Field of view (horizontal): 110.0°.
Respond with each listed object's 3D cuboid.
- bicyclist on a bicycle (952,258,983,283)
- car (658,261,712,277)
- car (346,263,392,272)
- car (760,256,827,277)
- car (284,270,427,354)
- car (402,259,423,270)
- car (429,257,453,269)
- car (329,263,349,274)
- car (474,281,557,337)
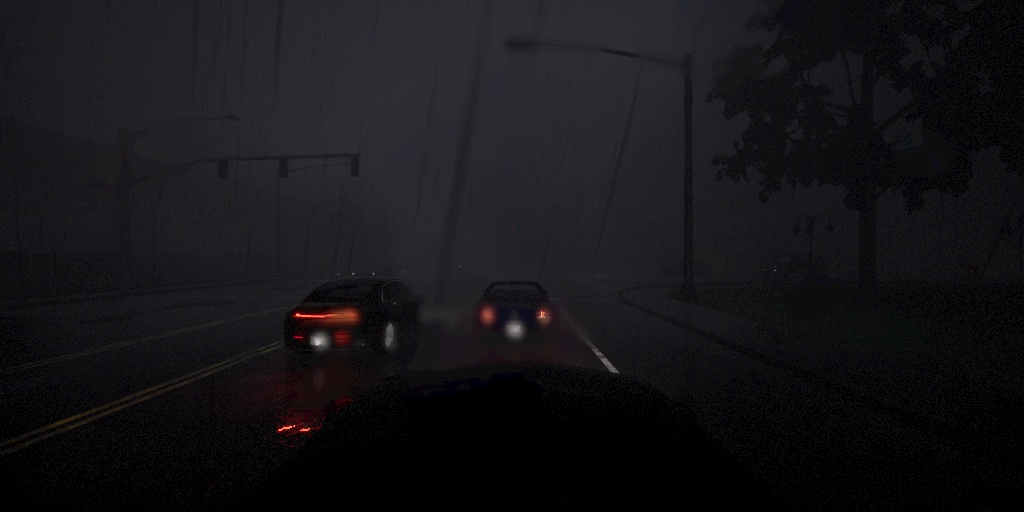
[{"bbox_3d":[31.008,0.974,24.442,0.582,1.620,1.656,0,0,-1],"label":"bicyclist on a bicycle"},{"bbox_3d":[16.628,1.242,34.571,4.902,1.511,2.128,0,0,-1],"label":"car"},{"bbox_3d":[-10.553,1.350,27.610,1.895,1.301,4.718,0,0,0],"label":"car"},{"bbox_3d":[27.319,0.971,34.827,5.566,2.045,2.150,0,0,-1],"label":"car"},{"bbox_3d":[-3.405,1.255,8.741,1.837,1.490,4.892,0,0,0],"label":"car"},{"bbox_3d":[-14.004,1.184,50.660,1.837,1.490,4.892,0,0,0],"label":"car"},{"bbox_3d":[-10.497,1.257,53.549,1.895,1.301,4.718,0,1,0],"label":"car"},{"bbox_3d":[-14.046,1.312,31.012,1.994,1.385,4.181,0,0,0],"label":"car"},{"bbox_3d":[0.098,1.351,10.229,1.895,1.301,4.718,0,0,0],"label":"car"}]
